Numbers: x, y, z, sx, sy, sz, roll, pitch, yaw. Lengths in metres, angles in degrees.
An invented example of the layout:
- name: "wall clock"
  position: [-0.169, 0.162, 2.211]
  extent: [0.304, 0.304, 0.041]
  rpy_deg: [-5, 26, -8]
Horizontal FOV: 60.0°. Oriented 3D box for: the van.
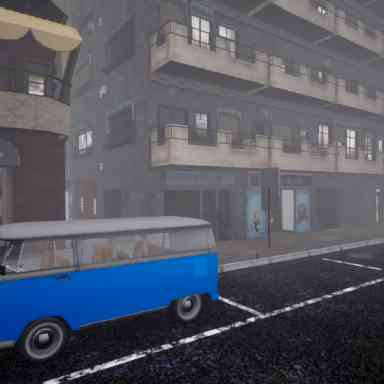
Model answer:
- name: "van"
  position: [-1.416, 1.341, 5.557]
  extent: [3.998, 1.788, 1.690]
  rpy_deg: [0, 0, -35]
